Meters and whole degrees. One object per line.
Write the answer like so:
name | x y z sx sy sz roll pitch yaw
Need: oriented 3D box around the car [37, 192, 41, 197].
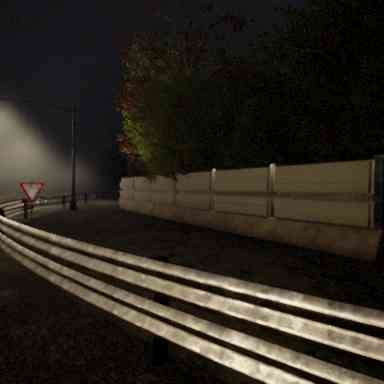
car | -31.596 0.443 66.975 1.882 1.535 5.008 1 1 -20
